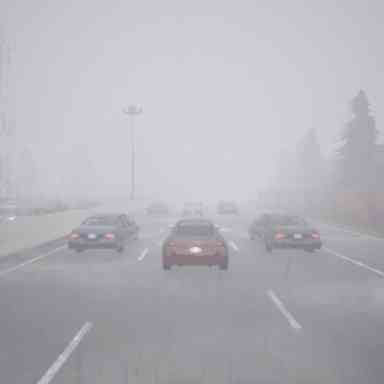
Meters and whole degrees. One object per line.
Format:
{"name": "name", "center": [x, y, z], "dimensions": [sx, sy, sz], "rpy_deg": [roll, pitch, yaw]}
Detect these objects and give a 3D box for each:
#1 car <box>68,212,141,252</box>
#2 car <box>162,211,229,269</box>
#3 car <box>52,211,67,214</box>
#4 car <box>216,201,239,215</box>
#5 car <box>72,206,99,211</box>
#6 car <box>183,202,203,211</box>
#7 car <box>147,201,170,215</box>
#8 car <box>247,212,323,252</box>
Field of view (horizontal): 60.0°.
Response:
{"name": "car", "center": [-3.400, 1.550, 13.818], "dimensions": [2.033, 1.411, 5.357], "rpy_deg": [0, 0, 0]}
{"name": "car", "center": [0.099, 1.566, 11.182], "dimensions": [1.994, 1.385, 4.181], "rpy_deg": [0, 0, 0]}
{"name": "car", "center": [-14.096, 1.554, 33.853], "dimensions": [2.033, 1.411, 5.357], "rpy_deg": [0, 0, 0]}
{"name": "car", "center": [3.600, 1.571, 34.268], "dimensions": [1.994, 1.385, 4.181], "rpy_deg": [0, 0, 0]}
{"name": "car", "center": [-10.593, 1.571, 33.832], "dimensions": [1.994, 1.385, 4.181], "rpy_deg": [0, 0, 0]}
{"name": "car", "center": [0.099, 1.608, 32.612], "dimensions": [1.895, 1.301, 4.718], "rpy_deg": [0, 0, 0]}
{"name": "car", "center": [-3.402, 1.571, 34.220], "dimensions": [1.994, 1.385, 4.181], "rpy_deg": [0, 0, 0]}
{"name": "car", "center": [3.600, 1.551, 13.807], "dimensions": [2.033, 1.411, 5.357], "rpy_deg": [0, 0, 0]}
